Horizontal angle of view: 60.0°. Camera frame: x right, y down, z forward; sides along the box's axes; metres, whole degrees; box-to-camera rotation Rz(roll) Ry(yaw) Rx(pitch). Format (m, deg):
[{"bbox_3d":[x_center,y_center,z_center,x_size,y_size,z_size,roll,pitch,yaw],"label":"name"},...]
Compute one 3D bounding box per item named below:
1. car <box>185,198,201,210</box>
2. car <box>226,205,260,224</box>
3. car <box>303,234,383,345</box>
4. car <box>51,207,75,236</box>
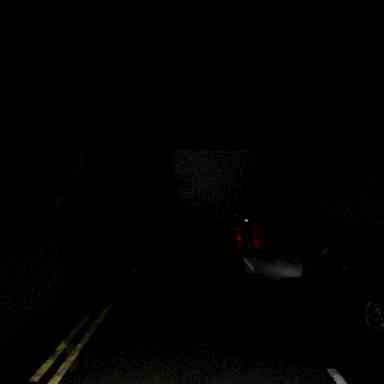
[{"bbox_3d":[0.102,1.454,42.829,1.882,1.535,5.008,0,0,0],"label":"car"},{"bbox_3d":[3.602,1.588,24.294,1.895,1.301,4.718,0,0,0],"label":"car"},{"bbox_3d":[3.601,1.522,6.219,1.812,1.442,4.674,0,0,0],"label":"car"},{"bbox_3d":[-7.099,1.496,15.778,1.837,1.490,4.892,0,0,0],"label":"car"}]
